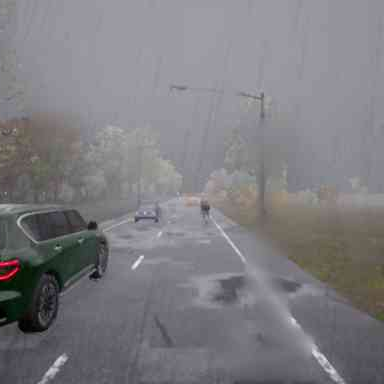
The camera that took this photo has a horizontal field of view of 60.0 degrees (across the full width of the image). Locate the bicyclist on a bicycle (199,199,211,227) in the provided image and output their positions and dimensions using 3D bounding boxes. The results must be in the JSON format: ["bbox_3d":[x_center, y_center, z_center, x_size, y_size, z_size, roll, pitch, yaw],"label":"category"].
[{"bbox_3d":[0.965,1.422,22.533,0.659,1.776,1.843,0,0,0],"label":"bicyclist on a bicycle"}]

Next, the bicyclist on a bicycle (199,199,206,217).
[{"bbox_3d":[0.963,1.524,31.324,0.582,1.620,1.656,0,0,0],"label":"bicyclist on a bicycle"}]

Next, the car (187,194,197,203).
[{"bbox_3d":[-0.004,1.398,74.533,2.150,2.045,5.566,0,0,0],"label":"car"}]

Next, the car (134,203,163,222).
[{"bbox_3d":[-3.403,1.608,26.673,2.033,1.411,5.357,0,0,0],"label":"car"}]

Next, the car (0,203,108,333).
[{"bbox_3d":[-3.400,1.238,6.947,2.150,2.045,5.566,0,0,0],"label":"car"}]

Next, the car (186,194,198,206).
[{"bbox_3d":[0.080,1.609,56.947,1.882,1.535,5.008,0,0,0],"label":"car"}]
